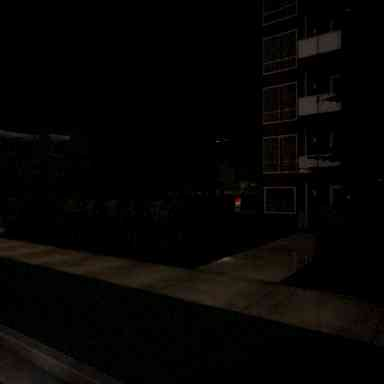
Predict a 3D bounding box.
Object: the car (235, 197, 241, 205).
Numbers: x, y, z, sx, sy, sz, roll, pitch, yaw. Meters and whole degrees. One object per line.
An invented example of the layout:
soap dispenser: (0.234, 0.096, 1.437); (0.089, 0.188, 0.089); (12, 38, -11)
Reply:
car: (9.336, 1.478, 58.051); (1.882, 1.535, 5.008); (0, 0, 36)
